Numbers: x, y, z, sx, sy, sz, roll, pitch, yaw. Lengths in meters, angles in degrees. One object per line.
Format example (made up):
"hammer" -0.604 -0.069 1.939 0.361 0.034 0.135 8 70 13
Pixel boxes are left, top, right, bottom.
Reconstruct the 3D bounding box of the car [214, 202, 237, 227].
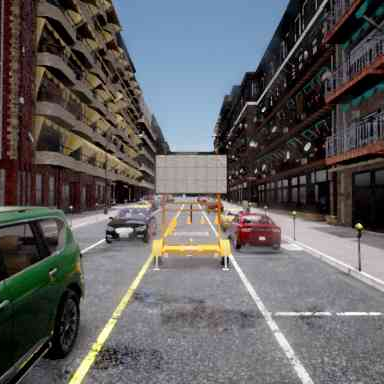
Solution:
"car" 2.544 1.551 20.039 1.752 1.417 4.829 1 0 0

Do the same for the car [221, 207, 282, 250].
"car" 2.556 1.561 14.337 1.887 1.381 4.507 1 0 0

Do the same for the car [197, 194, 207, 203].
"car" 2.386 1.544 80.707 2.192 1.841 5.009 1 0 0

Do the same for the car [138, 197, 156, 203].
"car" -5.370 1.589 36.336 1.752 1.417 4.829 2 0 0

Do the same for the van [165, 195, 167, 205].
"van" -5.401 1.454 53.097 1.690 1.788 3.998 2 0 0

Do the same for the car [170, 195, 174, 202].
"car" -5.437 1.494 69.689 2.192 1.841 5.009 1 0 0

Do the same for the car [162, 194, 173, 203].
"car" -5.448 1.518 75.219 2.192 1.841 5.009 1 0 0

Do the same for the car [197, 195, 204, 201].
"car" 2.359 1.726 91.770 1.967 1.590 4.097 1 0 0

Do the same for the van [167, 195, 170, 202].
"van" -5.414 1.475 58.629 1.690 1.788 3.998 1 0 0

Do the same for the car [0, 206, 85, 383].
"car" -2.749 1.224 3.060 2.150 2.045 5.566 0 0 0

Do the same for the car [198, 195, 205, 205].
"car" 2.462 1.678 58.583 1.887 1.381 4.507 1 0 0

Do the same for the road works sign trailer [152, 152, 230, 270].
"road works sign trailer" -0.023 0.475 10.998 2.380 3.560 2.880 0 0 0

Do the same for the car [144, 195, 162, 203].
"car" -5.377 1.394 42.038 2.192 1.841 5.009 2 0 0

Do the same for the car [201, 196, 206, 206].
"car" 2.497 1.629 41.991 2.008 1.369 4.403 1 0 0

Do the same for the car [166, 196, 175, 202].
"car" -5.478 1.822 86.281 1.947 1.339 4.313 1 0 0

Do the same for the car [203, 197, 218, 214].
"car" 2.509 1.609 36.460 1.887 1.381 4.507 1 0 0

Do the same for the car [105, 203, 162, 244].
"car" -2.788 1.511 15.976 2.128 1.511 4.902 0 0 0
